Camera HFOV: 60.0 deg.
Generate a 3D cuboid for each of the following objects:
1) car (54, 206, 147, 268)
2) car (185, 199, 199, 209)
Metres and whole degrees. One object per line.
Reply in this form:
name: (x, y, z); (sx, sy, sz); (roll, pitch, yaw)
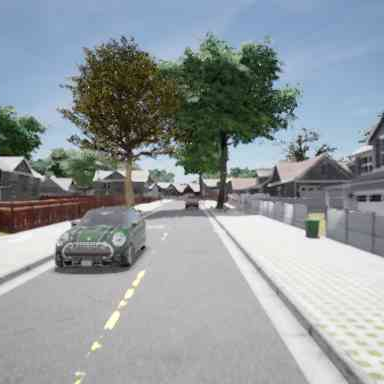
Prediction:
car: (-2.821, 1.323, 11.191); (2.097, 1.767, 4.553); (0, 0, 0)
car: (0.038, 1.587, 45.583); (1.895, 1.301, 4.718); (0, 0, 1)
